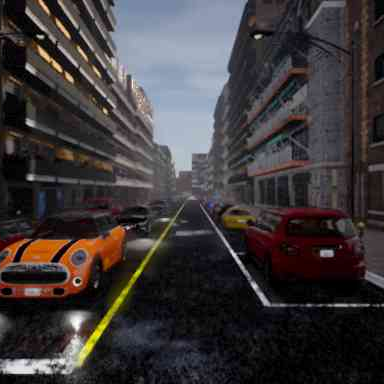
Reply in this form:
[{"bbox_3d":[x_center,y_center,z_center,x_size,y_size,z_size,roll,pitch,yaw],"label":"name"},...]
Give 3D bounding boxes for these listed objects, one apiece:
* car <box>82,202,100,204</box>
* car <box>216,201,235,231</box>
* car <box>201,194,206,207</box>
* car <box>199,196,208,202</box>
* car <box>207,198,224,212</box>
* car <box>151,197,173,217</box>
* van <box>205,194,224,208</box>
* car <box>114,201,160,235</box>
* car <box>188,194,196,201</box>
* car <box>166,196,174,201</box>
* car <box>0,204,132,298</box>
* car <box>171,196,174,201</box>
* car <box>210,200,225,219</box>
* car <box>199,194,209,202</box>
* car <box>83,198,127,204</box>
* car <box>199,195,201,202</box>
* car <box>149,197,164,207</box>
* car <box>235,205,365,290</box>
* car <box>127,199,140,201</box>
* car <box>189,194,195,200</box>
[{"bbox_3d":[-5.690,1.435,14.572,1.967,1.590,4.097,0,0,0],"label":"car"},{"bbox_3d":[2.692,1.518,20.287,1.752,1.417,4.829,0,0,0],"label":"car"},{"bbox_3d":[2.694,1.444,47.844,1.967,1.590,4.097,0,0,0],"label":"car"},{"bbox_3d":[2.698,1.609,81.118,2.008,1.369,4.403,0,0,0],"label":"car"},{"bbox_3d":[2.693,1.536,31.208,1.887,1.381,4.507,0,0,0],"label":"car"},{"bbox_3d":[-3.088,1.497,30.969,1.837,1.490,4.892,0,0,0],"label":"car"},{"bbox_3d":[2.693,1.335,36.755,1.690,1.788,3.998,0,0,0],"label":"van"},{"bbox_3d":[-3.096,1.498,18.705,1.837,1.490,4.892,0,0,0],"label":"car"},{"bbox_3d":[0.011,1.578,83.511,1.812,1.442,4.674,0,0,0],"label":"car"},{"bbox_3d":[-5.681,1.653,86.639,1.802,1.307,4.206,0,0,0],"label":"car"},{"bbox_3d":[-3.102,1.348,8.713,2.097,1.767,4.553,0,0,0],"label":"car"},{"bbox_3d":[-5.682,1.624,81.097,1.947,1.339,4.313,0,0,0],"label":"car"},{"bbox_3d":[2.692,1.558,25.662,1.947,1.339,4.313,0,0,0],"label":"car"},{"bbox_3d":[2.696,1.361,75.572,2.192,1.841,5.009,0,0,0],"label":"car"},{"bbox_3d":[-5.689,1.308,20.116,2.192,1.841,5.009,0,0,0],"label":"car"},{"bbox_3d":[2.696,1.570,58.935,2.008,1.369,4.403,0,0,0],"label":"car"},{"bbox_3d":[-5.685,1.556,53.377,1.887,1.381,4.507,0,0,0],"label":"car"},{"bbox_3d":[2.690,1.310,9.024,2.192,1.841,5.009,0,0,0],"label":"car"},{"bbox_3d":[-5.688,1.432,31.203,1.967,1.590,4.097,0,0,0],"label":"car"},{"bbox_3d":[0.013,1.429,93.516,1.882,1.535,5.008,0,0,0],"label":"car"}]
